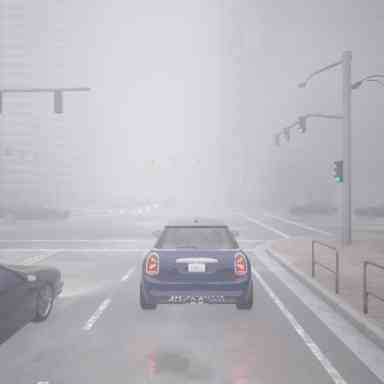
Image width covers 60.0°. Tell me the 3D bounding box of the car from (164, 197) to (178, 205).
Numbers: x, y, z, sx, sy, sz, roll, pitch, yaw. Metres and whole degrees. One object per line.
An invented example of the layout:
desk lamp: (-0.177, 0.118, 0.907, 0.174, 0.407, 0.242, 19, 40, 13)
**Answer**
car: (-3.332, 1.477, 51.883, 1.882, 1.535, 5.008, 0, 0, 0)

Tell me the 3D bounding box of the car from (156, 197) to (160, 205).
car: (-6.972, 1.601, 60.367, 1.895, 1.301, 4.718, 0, 0, 0)

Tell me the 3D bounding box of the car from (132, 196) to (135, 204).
car: (-10.481, 1.505, 58.088, 1.837, 1.490, 4.892, 0, 0, 0)

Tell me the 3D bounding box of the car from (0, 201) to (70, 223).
car: (-11.811, 1.477, 25.148, 5.008, 1.535, 1.882, 0, 0, 0)

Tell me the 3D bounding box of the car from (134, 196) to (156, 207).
car: (-7.013, 1.564, 50.406, 1.994, 1.385, 4.181, 0, 0, 0)

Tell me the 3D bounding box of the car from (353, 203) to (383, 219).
car: (16.502, 1.601, 28.634, 4.718, 1.301, 1.895, 0, 0, 1)

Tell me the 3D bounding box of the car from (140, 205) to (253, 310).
car: (0.092, 1.352, 8.000, 2.097, 1.767, 4.553, 0, 0, 0)

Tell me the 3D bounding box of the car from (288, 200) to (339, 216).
car: (11.708, 1.526, 32.177, 4.674, 1.442, 1.812, 0, 0, 1)

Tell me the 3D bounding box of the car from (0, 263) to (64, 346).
car: (-3.414, 1.547, 4.142, 2.033, 1.411, 5.357, 0, 0, -1)

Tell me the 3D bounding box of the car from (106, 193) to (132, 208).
car: (-10.519, 1.352, 48.143, 2.097, 1.767, 4.553, 0, 0, 0)

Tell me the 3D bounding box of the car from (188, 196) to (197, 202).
car: (0.123, 1.553, 72.632, 1.994, 1.385, 4.181, 0, 0, 0)
